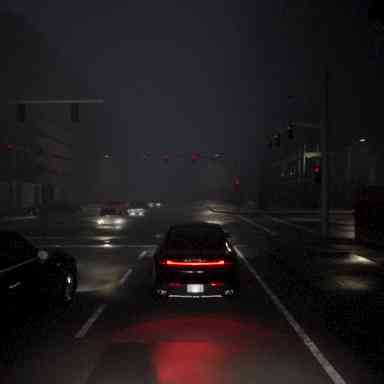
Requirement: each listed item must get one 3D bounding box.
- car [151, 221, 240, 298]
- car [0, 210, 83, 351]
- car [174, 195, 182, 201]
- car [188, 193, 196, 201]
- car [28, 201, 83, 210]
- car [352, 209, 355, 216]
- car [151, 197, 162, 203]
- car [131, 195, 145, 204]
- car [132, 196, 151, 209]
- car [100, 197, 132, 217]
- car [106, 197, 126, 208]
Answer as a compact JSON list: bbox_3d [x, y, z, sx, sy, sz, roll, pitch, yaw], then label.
[{"bbox_3d":[0.081,1.505,8.476,1.837,1.490,4.892,0,0,0],"label":"car"},{"bbox_3d":[-3.445,1.352,5.153,2.097,1.767,4.553,0,0,0],"label":"car"},{"bbox_3d":[-3.517,1.553,84.269,1.994,1.385,4.181,0,0,1],"label":"car"},{"bbox_3d":[-0.014,1.225,84.494,2.150,2.045,5.566,0,0,1],"label":"car"},{"bbox_3d":[-13.454,1.580,33.099,2.033,1.411,5.357,0,0,33],"label":"car"},{"bbox_3d":[15.972,1.656,27.702,4.718,1.301,1.895,0,0,0],"label":"car"},{"bbox_3d":[-7.232,1.601,66.662,1.895,1.301,4.718,0,0,1],"label":"car"},{"bbox_3d":[-10.738,1.477,66.351,1.882,1.535,5.008,0,0,1],"label":"car"},{"bbox_3d":[-7.473,1.492,46.820,2.128,1.511,4.902,0,0,0],"label":"car"},{"bbox_3d":[-7.336,1.505,31.617,1.882,1.535,5.008,0,0,-1],"label":"car"},{"bbox_3d":[-10.974,1.526,48.055,1.812,1.442,4.674,0,0,0],"label":"car"}]
